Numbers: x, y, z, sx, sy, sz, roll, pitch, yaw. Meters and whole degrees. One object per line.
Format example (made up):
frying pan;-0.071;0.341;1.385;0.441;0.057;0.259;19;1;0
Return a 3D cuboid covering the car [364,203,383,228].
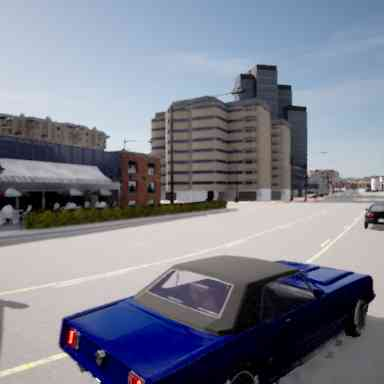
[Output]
car;11.794;1.427;20.603;1.812;1.442;4.674;0;0;31

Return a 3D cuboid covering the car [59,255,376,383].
car;0.826;1.595;4.676;4.718;1.301;1.895;0;0;-43
